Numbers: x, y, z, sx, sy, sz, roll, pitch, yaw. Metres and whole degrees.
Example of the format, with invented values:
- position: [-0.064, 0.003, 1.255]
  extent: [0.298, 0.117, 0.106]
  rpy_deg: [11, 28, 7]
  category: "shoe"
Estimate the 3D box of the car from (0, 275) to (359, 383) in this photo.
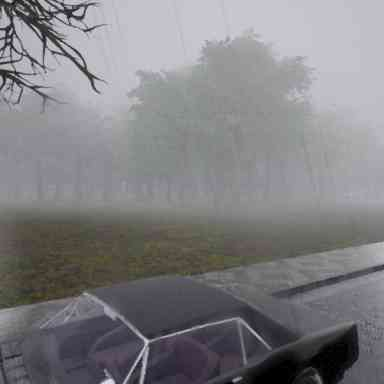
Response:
- position: [-0.597, 1.600, 2.954]
  extent: [4.718, 1.301, 1.895]
  rpy_deg: [0, 0, -36]
  category: "car"
